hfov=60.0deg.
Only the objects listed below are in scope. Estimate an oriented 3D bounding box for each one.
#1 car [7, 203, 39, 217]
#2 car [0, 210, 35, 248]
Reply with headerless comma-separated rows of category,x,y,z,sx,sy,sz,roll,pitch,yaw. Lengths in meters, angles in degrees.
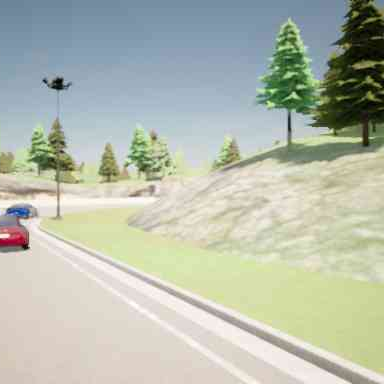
car,-16.350,1.804,32.301,1.882,1.535,5.008,-1,0,-12
car,-8.538,1.723,14.873,1.994,1.385,4.181,0,0,-33
